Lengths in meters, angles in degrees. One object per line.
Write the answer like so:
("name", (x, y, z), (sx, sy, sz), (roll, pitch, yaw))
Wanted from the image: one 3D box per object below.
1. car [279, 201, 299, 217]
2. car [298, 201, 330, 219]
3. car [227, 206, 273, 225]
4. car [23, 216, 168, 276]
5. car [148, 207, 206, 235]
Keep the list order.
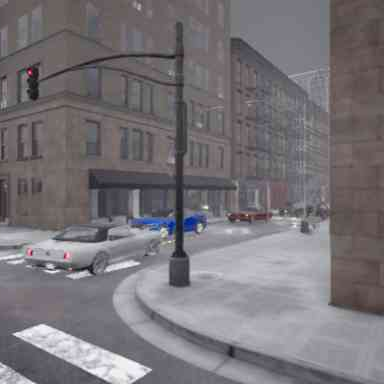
("car", (10.654, 1.726, 34.630), (1.837, 1.490, 4.892), (0, 0, 36))
("car", (11.936, 1.715, 31.366), (1.837, 1.490, 4.892), (0, 0, 35))
("car", (4.612, 1.763, 26.154), (1.895, 1.301, 4.718), (0, 0, 35))
("car", (-2.804, 1.660, 10.718), (1.895, 1.301, 4.718), (0, 0, 23))
("car", (-1.164, 1.579, 18.035), (1.882, 1.535, 5.008), (0, 0, 37))
